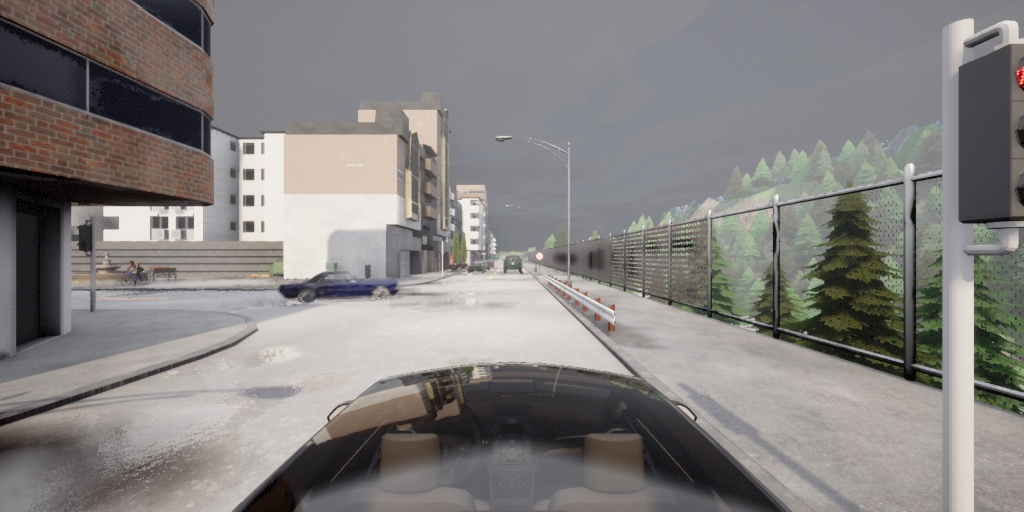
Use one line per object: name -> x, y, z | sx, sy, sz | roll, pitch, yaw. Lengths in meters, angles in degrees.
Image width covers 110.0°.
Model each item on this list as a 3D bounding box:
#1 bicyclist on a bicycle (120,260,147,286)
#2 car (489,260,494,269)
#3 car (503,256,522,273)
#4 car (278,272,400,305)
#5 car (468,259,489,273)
bicyclist on a bicycle -> -24.285, 1.099, 23.055 | 0.582, 1.620, 1.656 | 0, 0, 0
car -> -4.097, 1.241, 51.757 | 2.128, 1.511, 4.902 | 0, 0, 0
car -> 0.102, 0.973, 44.195 | 2.150, 2.045, 5.566 | 0, 0, 0
car -> -7.485, 1.351, 16.026 | 4.718, 1.301, 1.895 | 0, 0, -20
car -> -4.101, 1.351, 42.408 | 1.895, 1.301, 4.718 | 0, 0, 0
